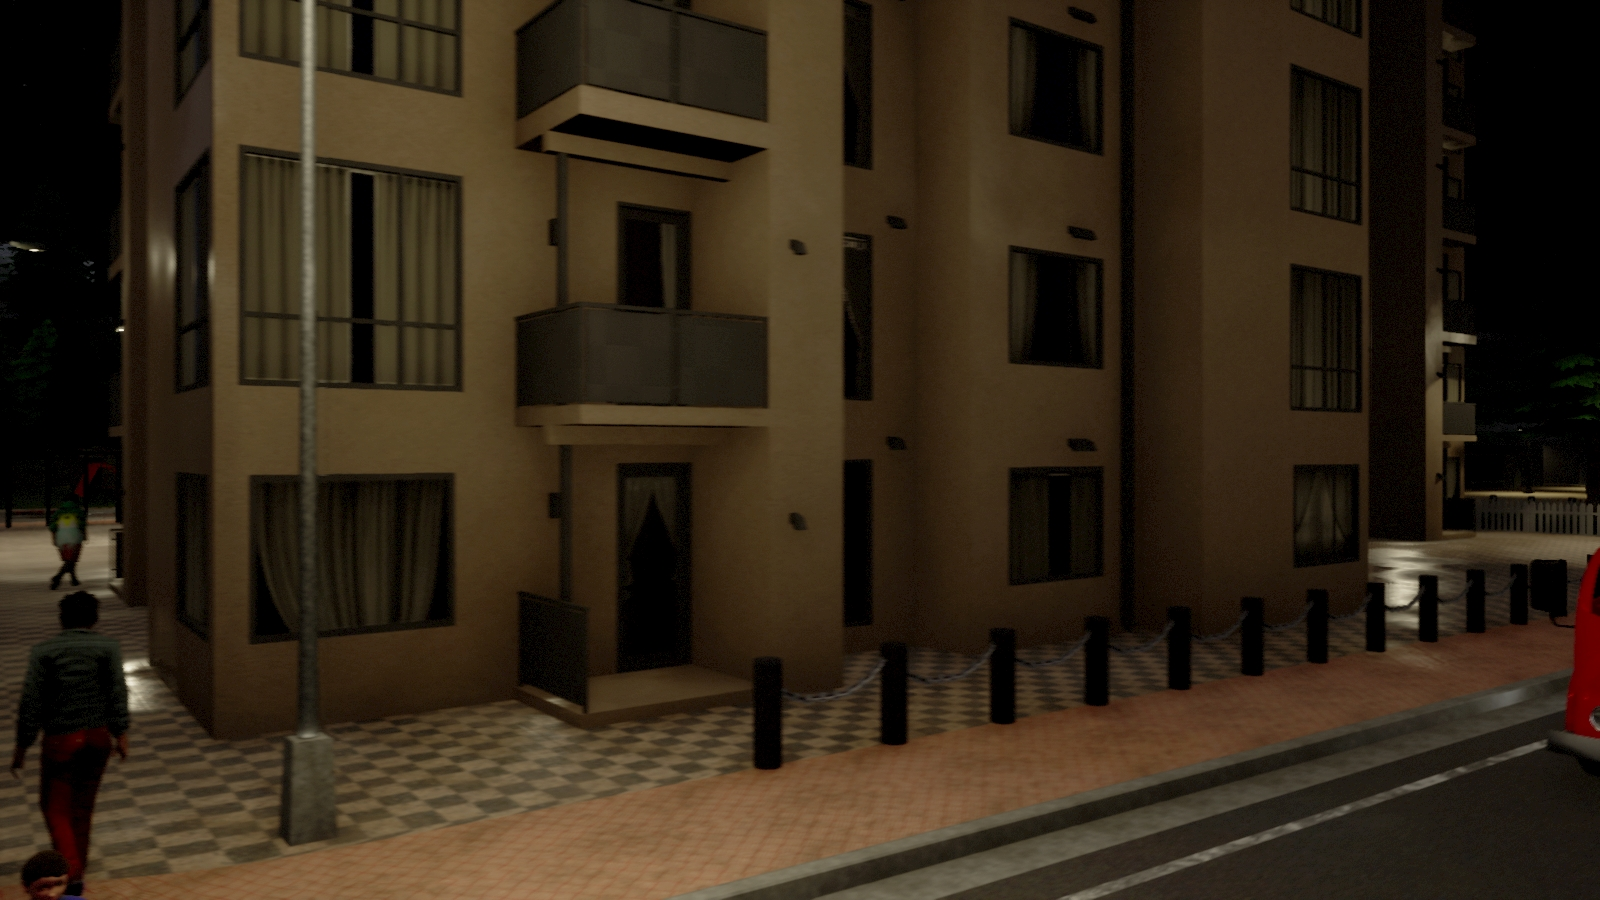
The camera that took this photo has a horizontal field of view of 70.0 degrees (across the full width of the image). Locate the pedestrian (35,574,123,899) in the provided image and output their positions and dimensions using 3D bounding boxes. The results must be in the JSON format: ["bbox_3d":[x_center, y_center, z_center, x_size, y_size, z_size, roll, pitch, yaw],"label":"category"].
[{"bbox_3d":[-4.166,1.676,6.600,0.375,1.860,0.375,0,0,-41],"label":"pedestrian"}]

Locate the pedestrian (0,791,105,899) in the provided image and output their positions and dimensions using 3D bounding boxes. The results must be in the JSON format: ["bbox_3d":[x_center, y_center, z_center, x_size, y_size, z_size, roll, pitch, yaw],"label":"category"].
[{"bbox_3d":[-3.061,2.108,4.621,0.375,1.300,0.375,0,0,-40],"label":"pedestrian"}]

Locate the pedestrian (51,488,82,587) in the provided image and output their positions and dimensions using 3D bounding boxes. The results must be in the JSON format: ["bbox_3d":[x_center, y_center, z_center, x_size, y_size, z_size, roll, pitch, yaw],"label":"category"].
[{"bbox_3d":[-14.091,1.675,21.958,0.375,1.860,0.375,0,0,-8],"label":"pedestrian"}]

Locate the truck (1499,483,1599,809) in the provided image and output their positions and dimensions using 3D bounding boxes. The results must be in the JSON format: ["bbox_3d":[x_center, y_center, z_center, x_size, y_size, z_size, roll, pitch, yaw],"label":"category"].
[{"bbox_3d":[8.659,1.543,9.856,5.204,2.467,2.627,0,0,-35],"label":"truck"}]
